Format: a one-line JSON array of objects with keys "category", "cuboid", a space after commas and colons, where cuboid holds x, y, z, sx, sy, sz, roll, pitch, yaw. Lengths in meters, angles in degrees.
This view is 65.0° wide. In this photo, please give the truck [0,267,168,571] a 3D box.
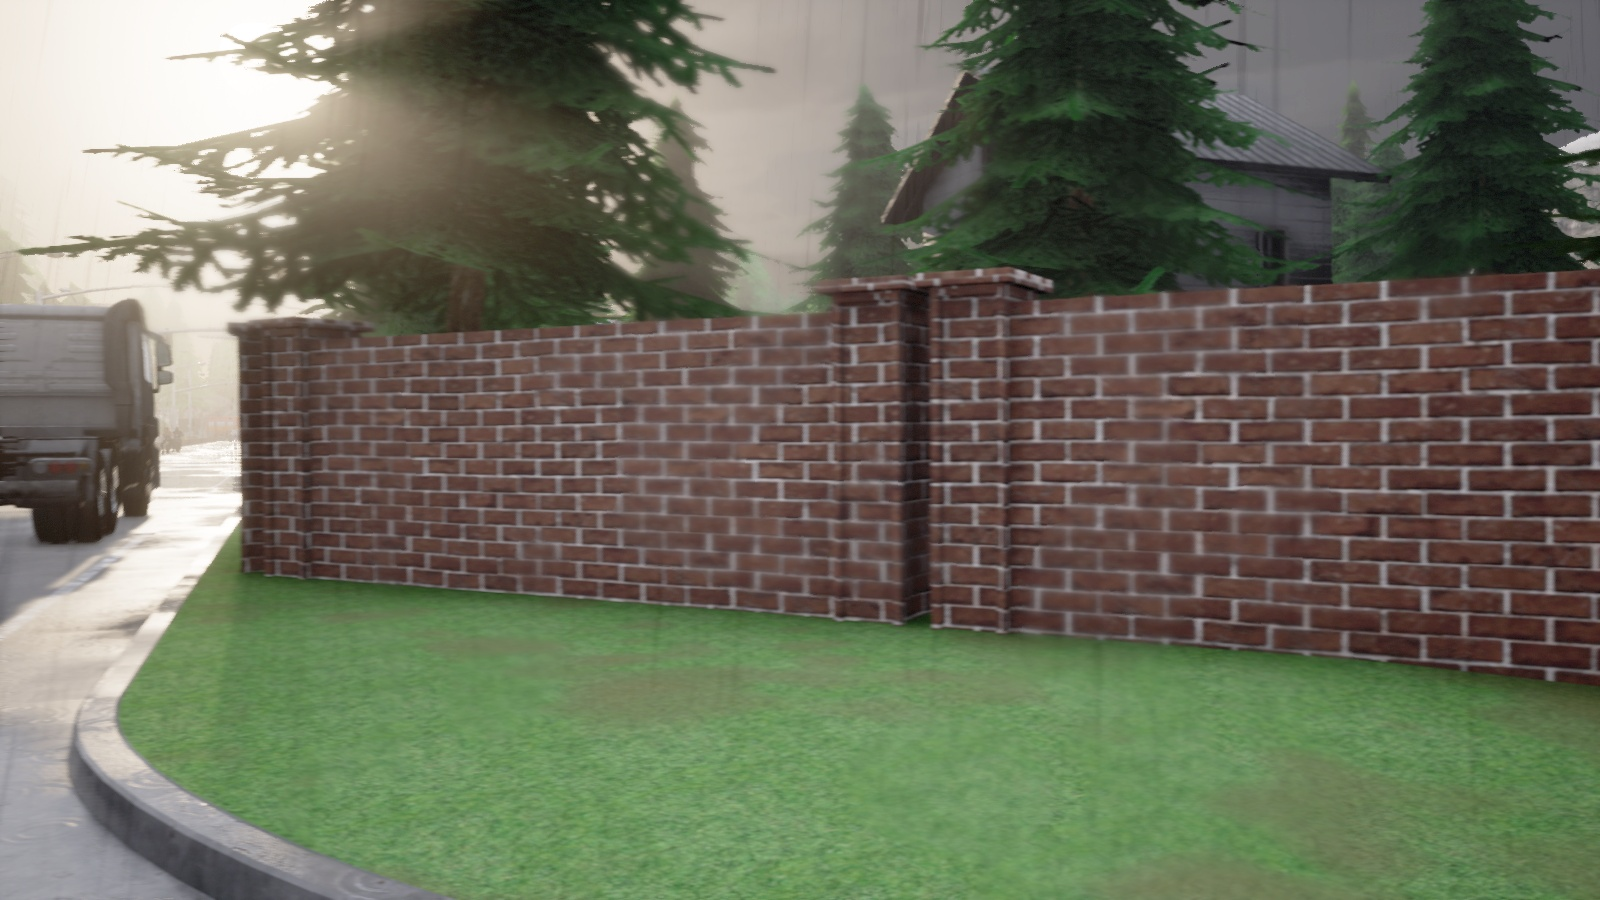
[{"category": "truck", "cuboid": [-11.029, -0.365, 17.810, 2.891, 3.462, 7.936, -2, 1, -22]}]
